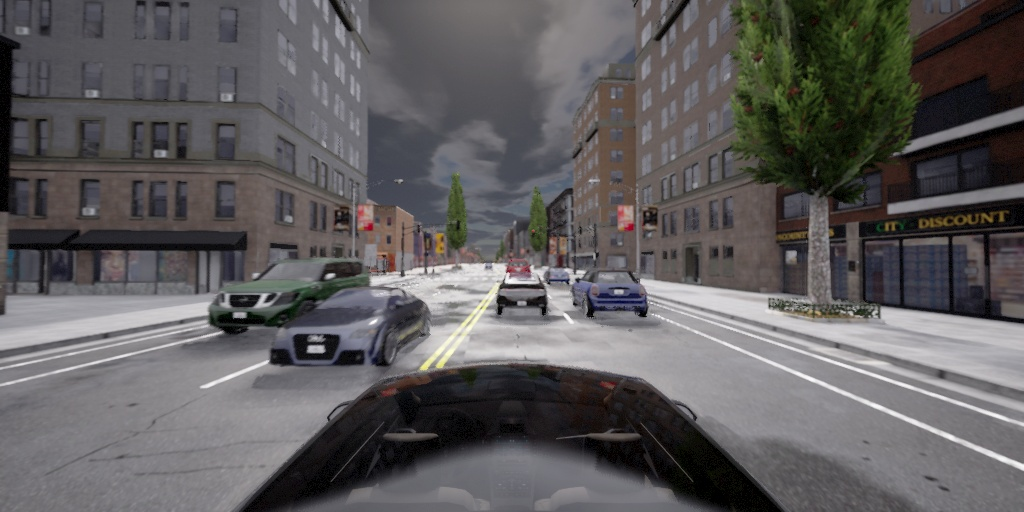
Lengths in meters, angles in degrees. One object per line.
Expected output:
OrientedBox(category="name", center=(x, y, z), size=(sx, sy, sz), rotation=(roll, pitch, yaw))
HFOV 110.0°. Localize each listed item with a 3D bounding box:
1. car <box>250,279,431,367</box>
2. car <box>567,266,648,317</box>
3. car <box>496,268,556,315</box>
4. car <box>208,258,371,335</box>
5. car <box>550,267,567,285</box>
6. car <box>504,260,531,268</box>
OrientedBox(category="car", center=(-3.195, 1.384, 7.953), size=(1.994, 1.385, 4.181), rotation=(0, -1, 2))
OrientedBox(category="car", center=(3.634, 1.262, 14.137), size=(2.097, 1.767, 4.553), rotation=(0, -1, 1))
OrientedBox(category="car", center=(0.394, 1.401, 14.484), size=(2.128, 1.511, 4.902), rotation=(0, -1, 1))
OrientedBox(category="car", center=(-6.334, 1.077, 11.211), size=(2.150, 2.045, 5.566), rotation=(0, -1, 1))
OrientedBox(category="car", center=(3.761, 1.673, 30.772), size=(2.033, 1.411, 5.357), rotation=(0, -1, 0))
OrientedBox(category="car", center=(0.515, 1.349, 31.689), size=(2.150, 2.045, 5.566), rotation=(0, -1, 0))
